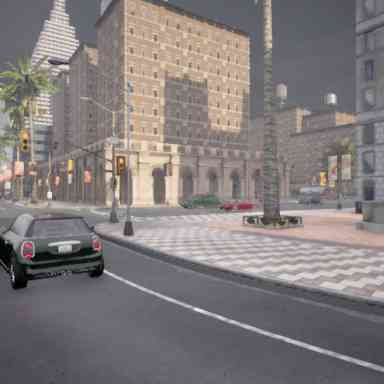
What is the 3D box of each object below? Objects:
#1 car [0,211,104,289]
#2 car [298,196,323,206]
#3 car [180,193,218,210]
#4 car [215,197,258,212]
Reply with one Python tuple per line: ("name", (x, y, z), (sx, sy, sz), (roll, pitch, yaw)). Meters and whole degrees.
("car", (-4.247, 1.351, 9.553), (2.097, 1.767, 4.553), (0, 0, -36))
("car", (20.192, 1.504, 56.490), (4.892, 1.490, 1.837), (1, 0, -33))
("car", (1.148, 1.218, 44.023), (5.566, 2.045, 2.150), (0, 0, -33))
("car", (5.397, 1.599, 38.229), (4.718, 1.301, 1.895), (0, 0, -33))
